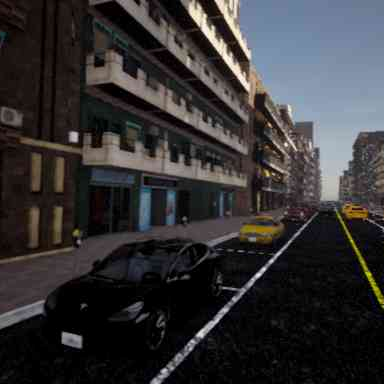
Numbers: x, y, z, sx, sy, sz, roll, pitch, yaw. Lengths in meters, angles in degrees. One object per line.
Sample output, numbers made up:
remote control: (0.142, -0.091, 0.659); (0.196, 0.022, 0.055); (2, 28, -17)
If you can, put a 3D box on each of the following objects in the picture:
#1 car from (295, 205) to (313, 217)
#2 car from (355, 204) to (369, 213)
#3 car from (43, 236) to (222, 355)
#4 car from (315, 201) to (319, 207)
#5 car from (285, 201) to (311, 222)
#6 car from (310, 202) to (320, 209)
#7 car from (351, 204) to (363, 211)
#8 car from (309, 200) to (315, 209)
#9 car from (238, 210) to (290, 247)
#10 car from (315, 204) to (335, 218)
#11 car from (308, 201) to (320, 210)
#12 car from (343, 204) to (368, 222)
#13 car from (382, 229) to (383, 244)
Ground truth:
car: (14.426, 2.386, 42.769); (1.802, 1.307, 4.206); (2, 0, 23)
car: (30.877, 2.991, 60.518); (1.752, 1.417, 4.829); (2, 0, 23)
car: (-0.713, 1.597, 6.340); (1.947, 1.339, 4.313); (2, 0, 23)
car: (23.086, 2.558, 63.585); (2.192, 1.841, 5.009); (2, 0, 23)
car: (10.105, 2.024, 32.362); (1.967, 1.590, 4.097); (2, 0, 23)
car: (27.403, 3.006, 73.991); (1.887, 1.381, 4.507); (2, 0, 23)
car: (35.136, 3.225, 70.768); (1.887, 1.381, 4.507); (2, 0, 23)
car: (12.273, 2.010, 37.566); (2.192, 1.841, 5.009); (2, 0, 23)
car: (3.549, 1.775, 16.591); (1.752, 1.417, 4.829); (2, 0, 23)
car: (16.430, 2.451, 40.589); (1.895, 1.301, 4.718); (2, 0, 23)
car: (25.244, 2.792, 68.787); (1.967, 1.590, 4.097); (2, 0, 23)
car: (17.810, 2.336, 36.029); (1.882, 1.535, 5.008); (2, 0, 23)
car: (10.090, 1.974, 15.367); (1.812, 1.442, 4.674); (2, 0, 22)
